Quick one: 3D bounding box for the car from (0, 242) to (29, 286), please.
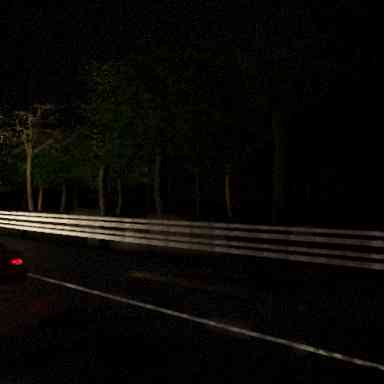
[{"bbox_3d":[-6.290,1.668,8.605,5.357,1.411,2.033,-1,-1,38],"label":"car"}]
